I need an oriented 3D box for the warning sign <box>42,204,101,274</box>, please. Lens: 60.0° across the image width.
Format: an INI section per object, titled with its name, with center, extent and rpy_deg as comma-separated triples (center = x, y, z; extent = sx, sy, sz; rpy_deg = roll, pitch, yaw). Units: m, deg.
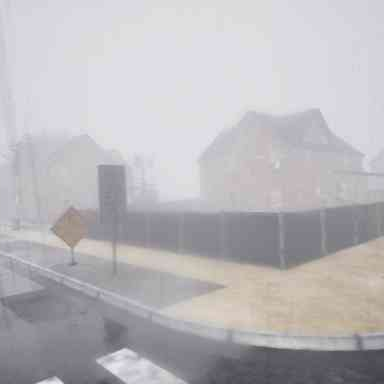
[warning sign]
center = -3.630, 1.336, 10.055
extent = 1.300, 1.860, 1.060
rpy_deg = -2, -1, -43
